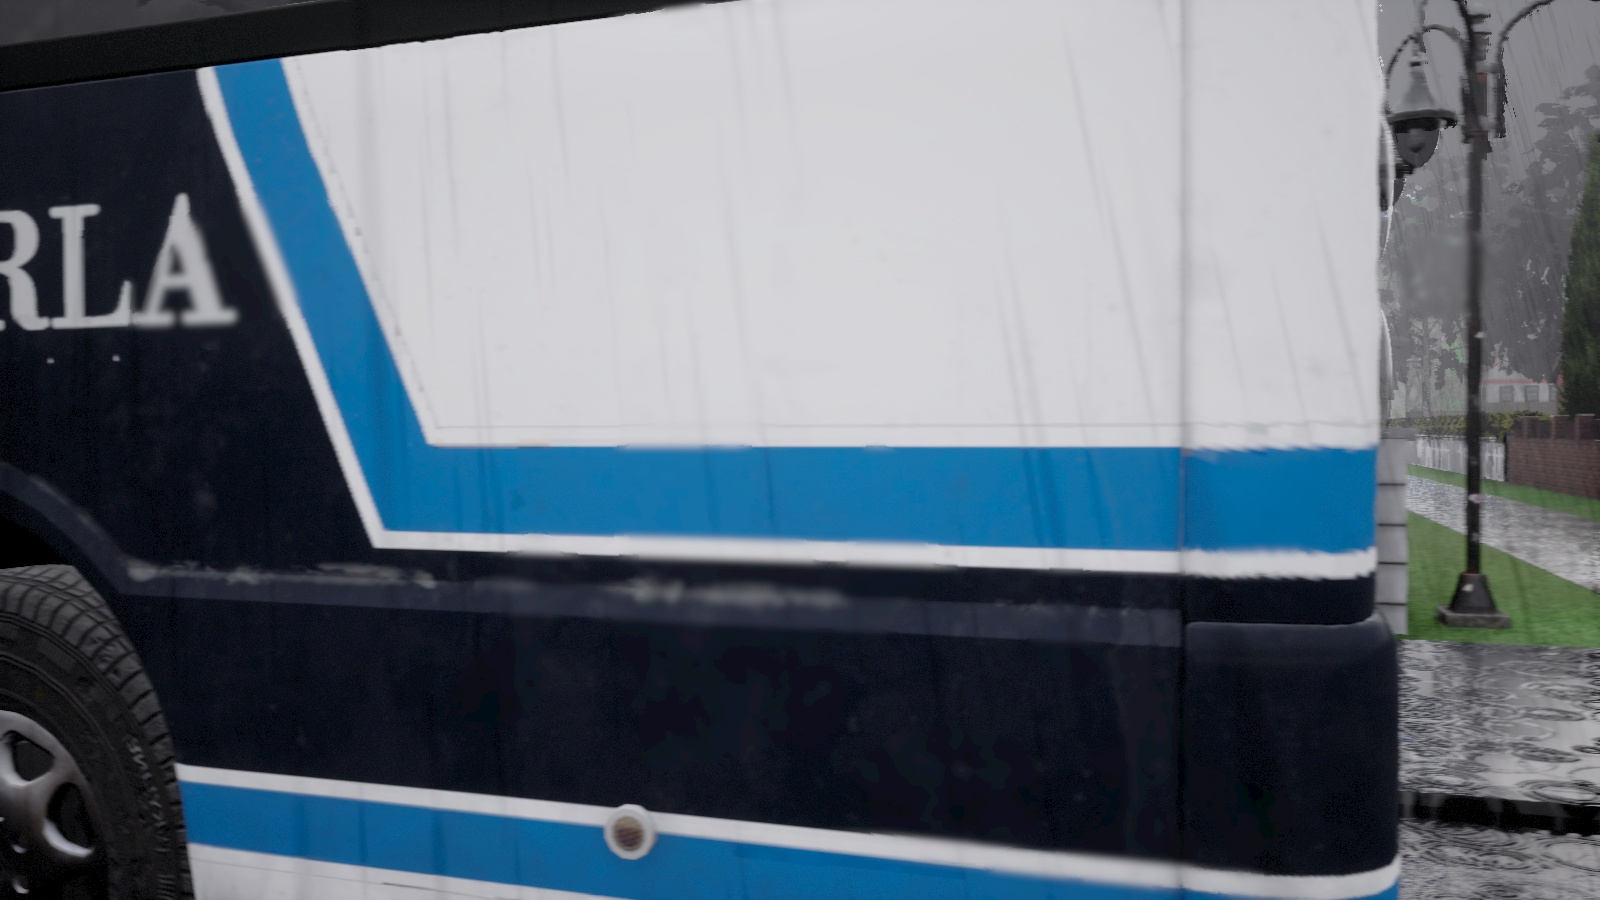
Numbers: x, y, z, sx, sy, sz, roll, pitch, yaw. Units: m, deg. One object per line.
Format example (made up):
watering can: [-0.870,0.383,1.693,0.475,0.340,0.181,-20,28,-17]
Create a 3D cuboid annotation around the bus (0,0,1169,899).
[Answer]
bus: [-3.961,-0.646,5.032,10.273,4.253,3.944,1,1,19]
